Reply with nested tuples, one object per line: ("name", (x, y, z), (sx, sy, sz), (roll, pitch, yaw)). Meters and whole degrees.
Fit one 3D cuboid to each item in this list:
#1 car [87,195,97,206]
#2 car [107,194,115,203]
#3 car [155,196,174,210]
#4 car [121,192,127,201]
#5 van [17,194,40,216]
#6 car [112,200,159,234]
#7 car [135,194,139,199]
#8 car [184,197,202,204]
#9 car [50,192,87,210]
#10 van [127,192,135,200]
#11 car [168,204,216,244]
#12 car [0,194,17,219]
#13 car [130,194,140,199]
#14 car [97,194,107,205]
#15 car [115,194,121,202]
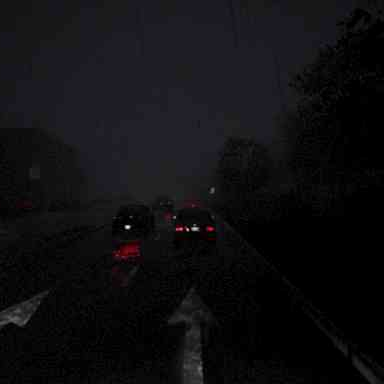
("car", (-15.470, 1.290, 46.605), (2.097, 1.535, 5.008), (0, 0, 0))
("car", (-15.496, 1.129, 57.681), (2.185, 1.767, 4.553), (0, 0, 0))
("car", (-3.150, 1.224, 36.713), (2.097, 1.767, 4.553), (0, 0, 0))
("car", (-15.524, 1.258, 68.829), (2.002, 1.452, 4.674), (0, 0, 0))
("van", (-15.429, 1.119, 29.908), (1.878, 1.987, 4.442), (0, 0, 0))
("car", (-3.148, 1.439, 18.705), (1.837, 1.490, 4.892), (0, 0, 0))
("car", (-15.565, 1.193, 85.371), (2.163, 1.488, 4.792), (0, 0, 0))
("car", (0.101, 1.343, 38.648), (1.882, 1.535, 5.008), (0, 0, 0))
("car", (-15.456, 1.057, 41.171), (2.435, 2.045, 5.566), (0, 0, 0))
("van", (-15.550, 0.956, 79.759), (1.878, 1.987, 4.442), (0, 0, 0))
("car", (0.095, 1.493, 15.545), (2.033, 1.411, 5.357), (0, 0, 0))
("car", (-15.416, 1.237, 24.531), (2.185, 1.767, 4.553), (0, 0, 0))
("car", (-15.595, 1.186, 90.868), (2.002, 1.452, 4.674), (-2, 0, 0))
("car", (-15.483, 1.273, 52.131), (2.231, 1.521, 4.892), (0, 0, 0))
("car", (-15.509, 1.111, 63.207), (2.185, 1.767, 4.553), (0, 0, 0))
